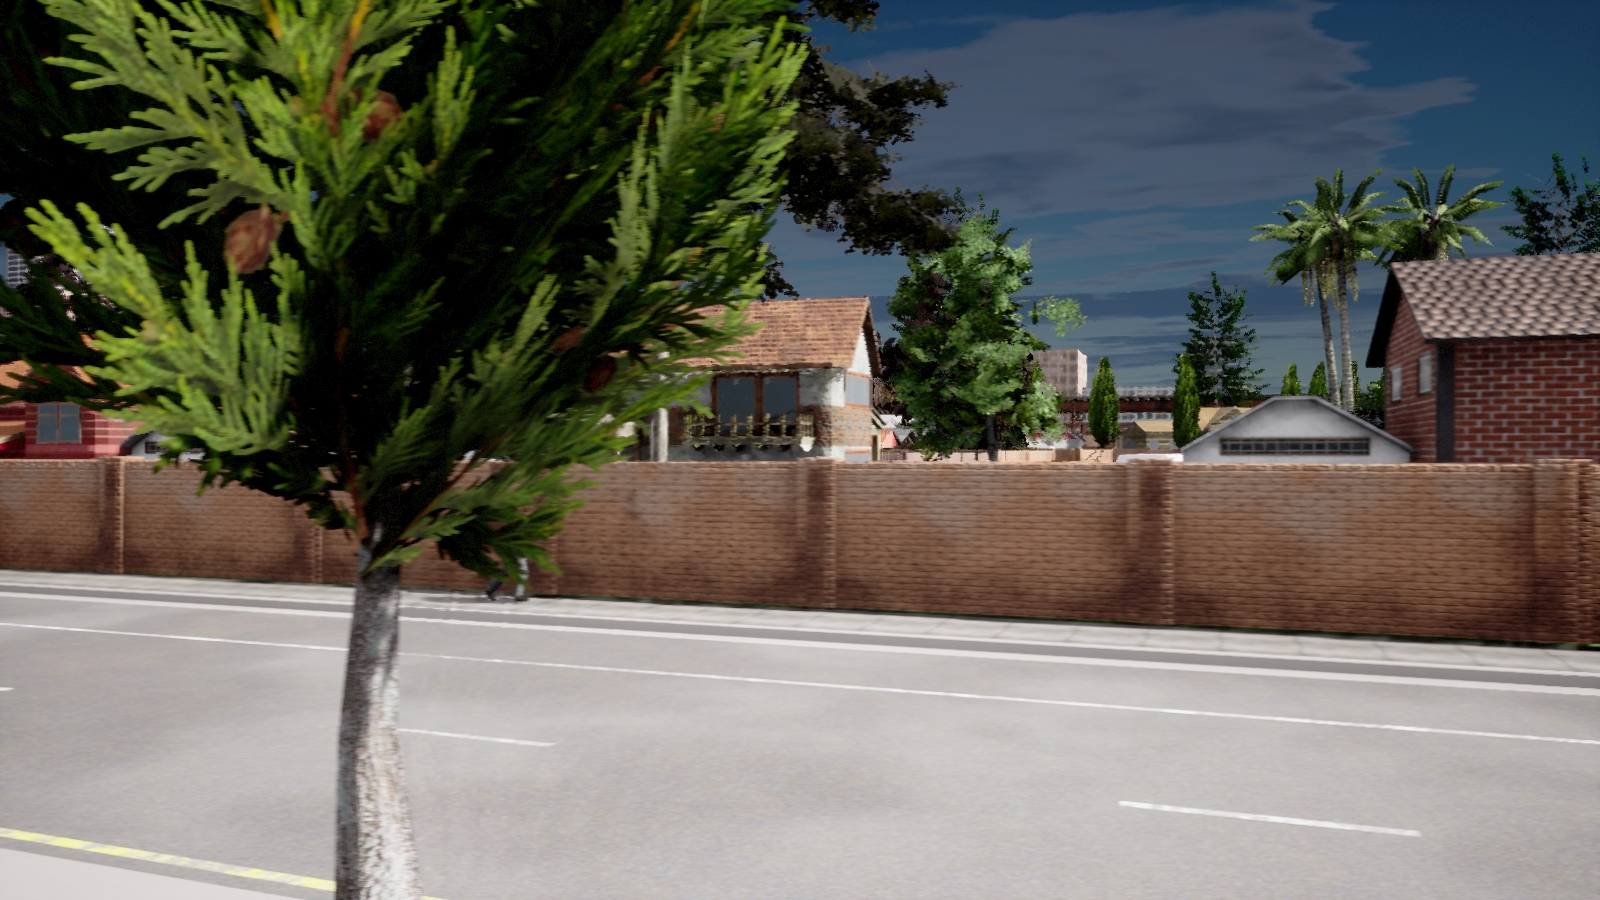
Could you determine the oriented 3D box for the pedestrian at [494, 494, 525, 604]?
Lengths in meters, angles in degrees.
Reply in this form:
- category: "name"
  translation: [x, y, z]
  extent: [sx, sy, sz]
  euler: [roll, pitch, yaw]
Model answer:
- category: "pedestrian"
  translation: [-5.025, 1.698, 19.773]
  extent: [0.375, 1.860, 0.375]
  euler: [0, 0, 21]
